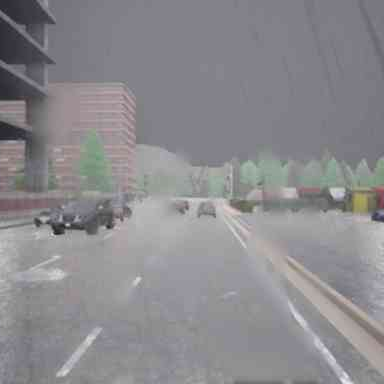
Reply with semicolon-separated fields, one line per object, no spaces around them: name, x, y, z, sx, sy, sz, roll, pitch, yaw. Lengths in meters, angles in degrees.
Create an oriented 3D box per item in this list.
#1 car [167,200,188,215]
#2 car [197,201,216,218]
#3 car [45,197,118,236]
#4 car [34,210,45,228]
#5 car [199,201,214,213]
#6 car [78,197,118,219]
car;-1.818;1.833;38.601;1.837;1.490;4.892;0;0;2
car;1.473;1.836;33.568;2.033;1.411;5.357;0;0;3
car;-6.320;1.391;20.090;2.150;2.045;5.566;0;-1;3
car;-9.553;1.693;24.178;2.128;1.511;4.902;0;-1;3
car;1.942;1.947;44.648;1.994;1.385;4.181;0;0;2
car;-9.208;1.498;33.118;2.150;2.045;5.566;0;0;3
